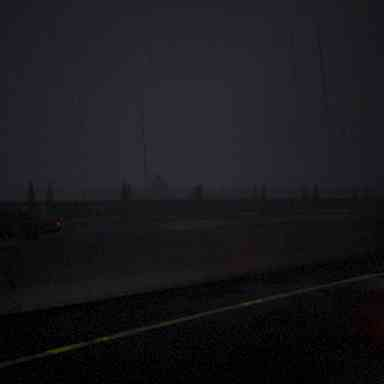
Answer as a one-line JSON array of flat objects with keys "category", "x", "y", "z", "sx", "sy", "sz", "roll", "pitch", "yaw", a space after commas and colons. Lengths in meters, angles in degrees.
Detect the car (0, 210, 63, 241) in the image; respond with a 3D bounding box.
[{"category": "car", "x": -8.676, "y": 1.504, "z": 14.840, "sx": 5.357, "sy": 1.411, "sz": 2.033, "roll": 0, "pitch": 0, "yaw": -34}]
